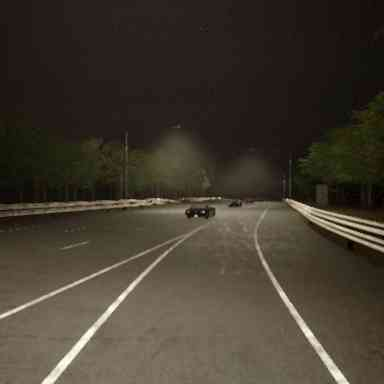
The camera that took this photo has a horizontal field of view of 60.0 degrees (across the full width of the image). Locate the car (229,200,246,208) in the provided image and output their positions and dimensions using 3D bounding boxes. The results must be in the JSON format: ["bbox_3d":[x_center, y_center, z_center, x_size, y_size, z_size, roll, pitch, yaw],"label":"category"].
[{"bbox_3d":[7.518,1.951,56.558,1.895,1.301,4.718,0,-1,14],"label":"car"}]

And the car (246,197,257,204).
[{"bbox_3d":[14.758,2.129,84.759,2.097,1.767,4.553,0,-1,14],"label":"car"}]

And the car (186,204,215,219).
[{"bbox_3d":[0.894,1.746,30.399,1.895,1.301,4.718,0,0,14],"label":"car"}]
